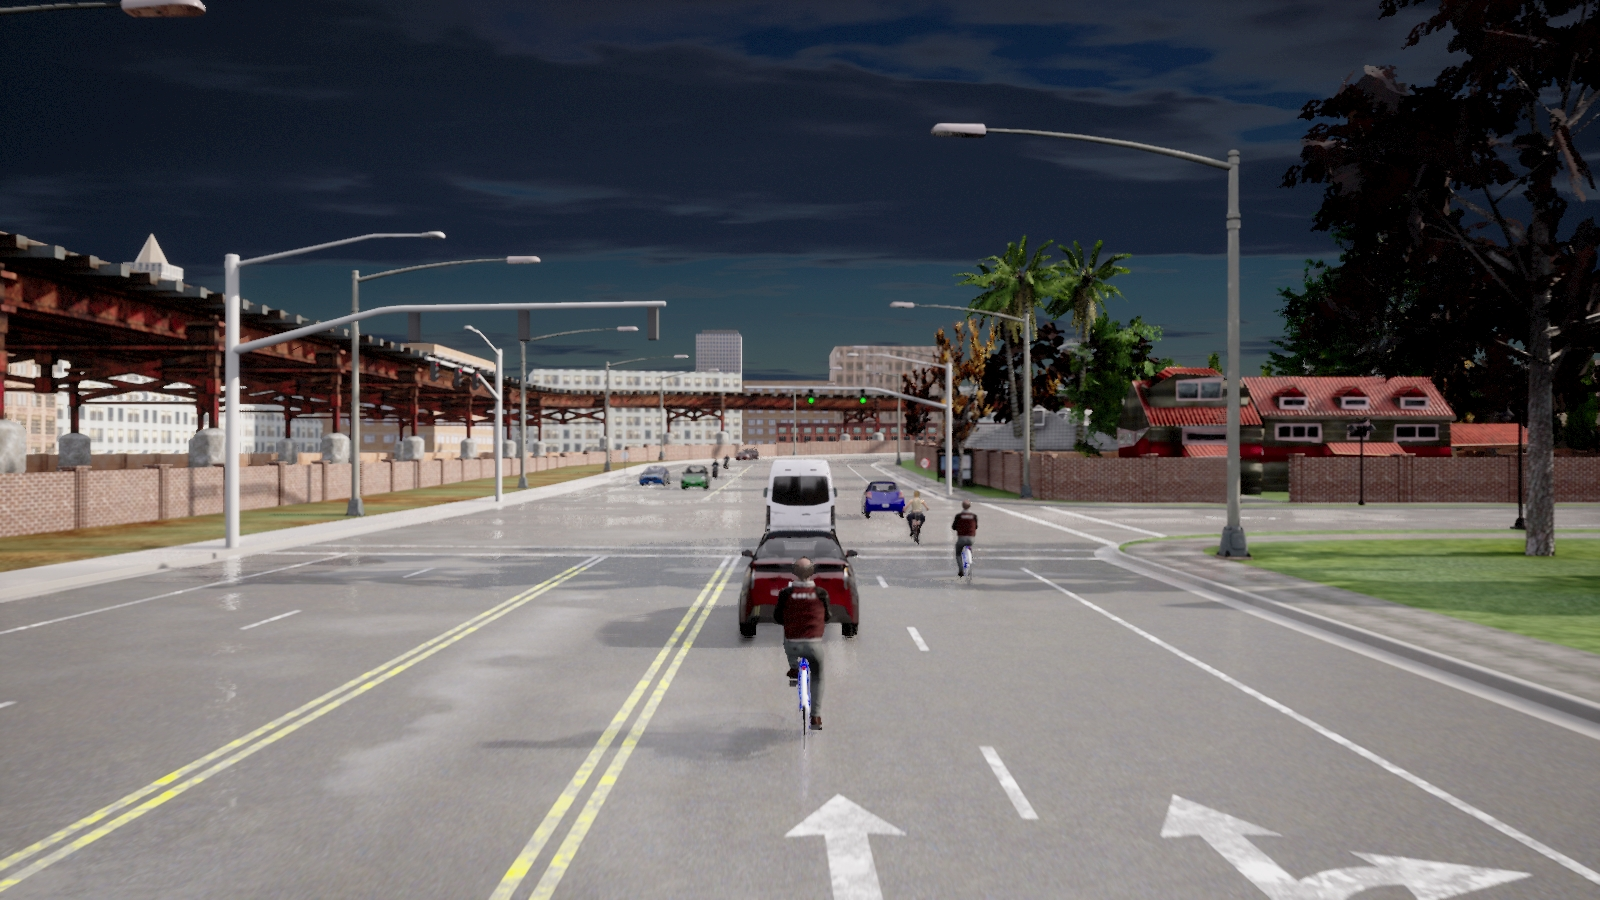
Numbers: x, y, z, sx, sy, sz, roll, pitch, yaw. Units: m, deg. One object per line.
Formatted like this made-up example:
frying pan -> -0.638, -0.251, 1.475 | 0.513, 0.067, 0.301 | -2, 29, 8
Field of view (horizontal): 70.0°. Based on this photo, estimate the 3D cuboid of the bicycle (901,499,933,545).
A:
bicycle -> 3.529, 2.169, 34.627 | 0.859, 1.301, 1.487 | 0, 0, 1

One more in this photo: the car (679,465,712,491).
car -> -6.999, 1.845, 76.794 | 1.851, 1.617, 3.988 | 0, 1, 0

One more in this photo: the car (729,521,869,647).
car -> -0.011, 2.053, 18.617 | 2.007, 1.525, 4.514 | 0, 0, 0

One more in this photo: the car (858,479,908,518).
car -> 3.500, 2.052, 48.714 | 1.845, 1.501, 3.633 | 0, 0, 0

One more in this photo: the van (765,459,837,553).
van -> 0.021, 1.558, 34.337 | 1.988, 2.561, 5.915 | 0, 0, 0

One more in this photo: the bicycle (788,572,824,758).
bicycle -> 0.051, 2.056, 11.340 | 0.329, 1.496, 1.835 | 0, 0, 0

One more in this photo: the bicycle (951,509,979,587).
bicycle -> 3.519, 2.064, 24.377 | 0.329, 1.496, 1.835 | 0, 0, 0
